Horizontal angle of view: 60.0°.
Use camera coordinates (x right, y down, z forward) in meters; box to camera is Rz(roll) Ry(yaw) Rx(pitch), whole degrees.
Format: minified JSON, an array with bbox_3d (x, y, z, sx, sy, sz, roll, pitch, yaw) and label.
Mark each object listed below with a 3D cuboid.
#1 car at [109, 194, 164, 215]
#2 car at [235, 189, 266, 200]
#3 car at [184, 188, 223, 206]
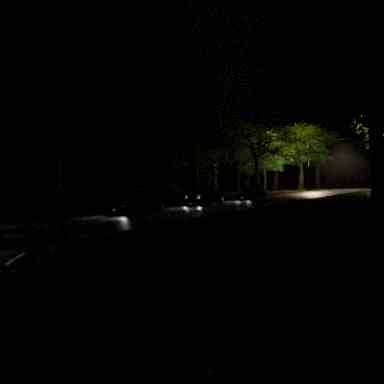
[{"bbox_3d":[-4.232,0.946,26.007,1.812,1.442,4.674,-1,1,39],"label":"car"},{"bbox_3d":[7.245,0.280,40.885,1.895,1.301,4.718,-2,1,38],"label":"car"},{"bbox_3d":[1.188,0.417,33.049,2.097,1.767,4.553,-2,1,38],"label":"car"}]
